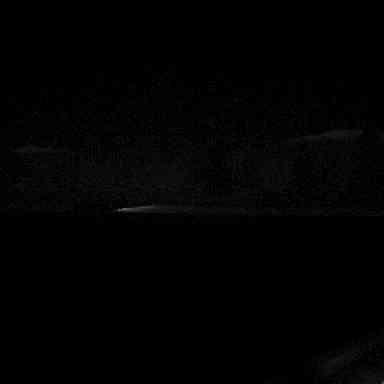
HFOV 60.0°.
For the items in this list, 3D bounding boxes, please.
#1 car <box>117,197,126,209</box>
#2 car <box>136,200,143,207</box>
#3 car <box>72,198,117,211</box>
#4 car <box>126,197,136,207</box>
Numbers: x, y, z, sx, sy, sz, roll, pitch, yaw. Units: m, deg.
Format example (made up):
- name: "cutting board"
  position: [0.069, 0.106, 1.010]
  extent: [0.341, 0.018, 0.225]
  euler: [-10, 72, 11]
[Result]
- name: "car"
  position: [-11.436, 1.547, 43.880]
  extent: [4.181, 1.385, 1.994]
  euler: [0, 0, 12]
- name: "car"
  position: [-9.832, 1.508, 50.699]
  extent: [4.674, 1.442, 1.812]
  euler: [0, 0, 12]
- name: "car"
  position: [-12.145, 1.475, 40.457]
  extent: [4.902, 1.511, 2.128]
  euler: [0, 0, 12]
- name: "car"
  position: [-10.901, 1.583, 47.350]
  extent: [4.718, 1.301, 1.895]
  euler: [0, 0, 12]
